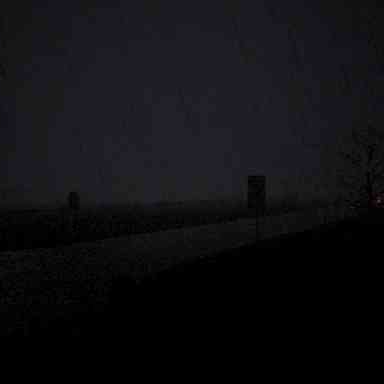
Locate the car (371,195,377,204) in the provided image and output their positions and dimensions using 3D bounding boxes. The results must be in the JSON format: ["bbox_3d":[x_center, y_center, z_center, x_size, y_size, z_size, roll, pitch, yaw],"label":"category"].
[{"bbox_3d":[27.863,1.241,50.525,1.882,1.535,5.008,0,0,37],"label":"car"}]

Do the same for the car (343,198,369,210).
[{"bbox_3d":[19.528,1.447,39.608,1.895,1.301,4.718,0,0,36],"label":"car"}]
